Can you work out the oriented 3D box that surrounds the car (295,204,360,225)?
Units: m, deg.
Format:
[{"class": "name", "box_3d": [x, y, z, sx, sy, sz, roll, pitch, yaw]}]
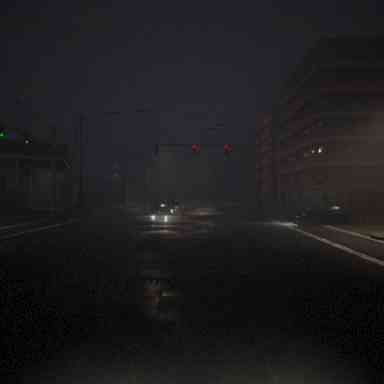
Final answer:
[{"class": "car", "box_3d": [9.418, 1.565, 23.334, 4.181, 1.385, 1.994, 0, 0, 1]}]

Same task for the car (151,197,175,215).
[{"class": "car", "box_3d": [-3.153, 1.547, 34.731, 2.033, 1.411, 5.357, 0, 0, -1]}]

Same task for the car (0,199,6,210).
[{"class": "car", "box_3d": [-24.030, 1.456, 38.948, 3.806, 1.475, 1.970, 0, 0, 1]}]

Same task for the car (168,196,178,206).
[{"class": "car", "box_3d": [-3.231, 1.564, 44.118, 1.994, 1.385, 4.181, 0, 0, 0]}]
